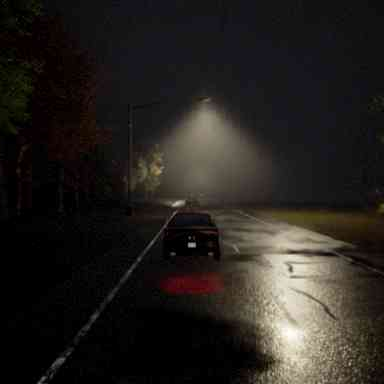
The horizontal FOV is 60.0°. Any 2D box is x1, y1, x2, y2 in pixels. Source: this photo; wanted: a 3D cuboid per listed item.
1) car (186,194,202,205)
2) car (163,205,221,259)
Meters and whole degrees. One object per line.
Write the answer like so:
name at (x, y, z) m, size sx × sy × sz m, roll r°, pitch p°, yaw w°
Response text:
car at (-0.023, 1.424, 51.679) m, size 2.128 × 1.511 × 4.902 m, roll 0°, pitch 0°, yaw 0°
car at (-0.004, 1.468, 12.622) m, size 1.882 × 1.535 × 5.008 m, roll 0°, pitch 0°, yaw 0°
